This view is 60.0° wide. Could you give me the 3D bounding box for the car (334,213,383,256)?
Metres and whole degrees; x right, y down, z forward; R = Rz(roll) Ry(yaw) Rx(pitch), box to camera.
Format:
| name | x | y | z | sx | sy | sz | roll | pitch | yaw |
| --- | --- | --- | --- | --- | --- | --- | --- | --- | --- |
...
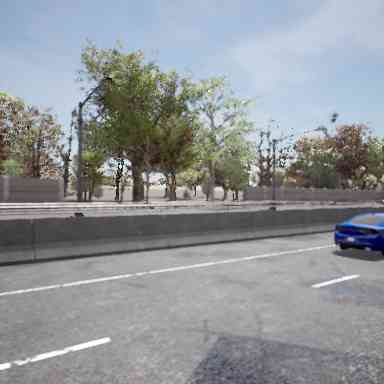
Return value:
| name | x | y | z | sx | sy | sz | roll | pitch | yaw |
| --- | --- | --- | --- | --- | --- | --- | --- | --- | --- |
| car | 7.950 | 1.631 | 13.808 | 5.008 | 1.535 | 1.882 | 0 | 0 | -35 |
